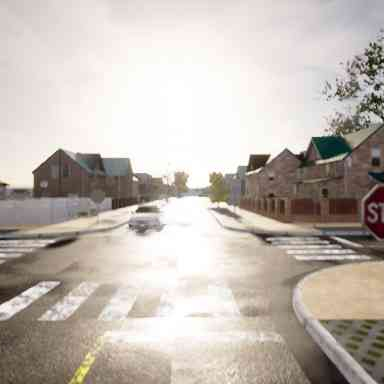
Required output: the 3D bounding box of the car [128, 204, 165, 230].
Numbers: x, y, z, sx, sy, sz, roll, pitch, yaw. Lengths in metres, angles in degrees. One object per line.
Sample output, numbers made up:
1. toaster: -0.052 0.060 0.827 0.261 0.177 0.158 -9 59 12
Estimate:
1. car: -2.709 1.513 20.555 1.812 1.442 4.674 0 1 0
